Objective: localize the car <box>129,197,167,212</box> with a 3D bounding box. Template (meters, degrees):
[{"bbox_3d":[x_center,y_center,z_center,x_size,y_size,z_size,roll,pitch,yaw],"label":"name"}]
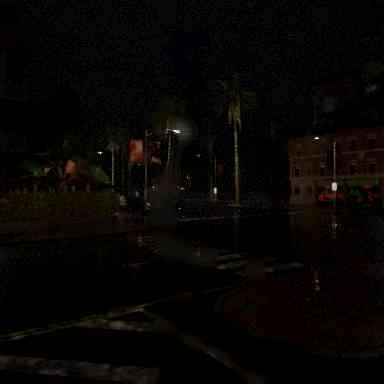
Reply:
[{"bbox_3d":[-5.183,1.353,38.167,2.097,1.767,4.553,0,0,-35],"label":"car"}]

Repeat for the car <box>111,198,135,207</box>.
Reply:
[{"bbox_3d":[-10.875,1.601,52.320,1.895,1.301,4.718,0,0,-35],"label":"car"}]

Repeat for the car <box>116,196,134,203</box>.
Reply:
[{"bbox_3d":[-13.895,1.522,68.658,1.812,1.442,4.674,0,0,-39],"label":"car"}]

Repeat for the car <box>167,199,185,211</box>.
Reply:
[{"bbox_3d":[-2.968,1.547,41.102,2.033,1.411,5.357,0,0,-35],"label":"car"}]
